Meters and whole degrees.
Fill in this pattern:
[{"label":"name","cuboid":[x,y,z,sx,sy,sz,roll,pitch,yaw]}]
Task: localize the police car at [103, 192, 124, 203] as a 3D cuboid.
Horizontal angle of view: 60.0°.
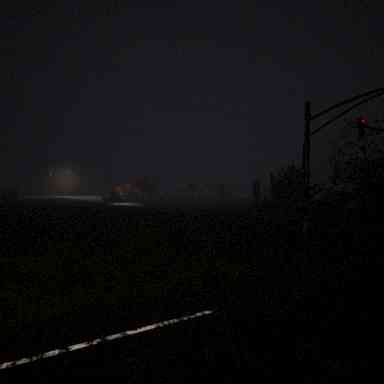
[{"label":"police car","cuboid":[-11.754,0.822,49.829,2.038,1.542,4.974,1,0,-32]}]
